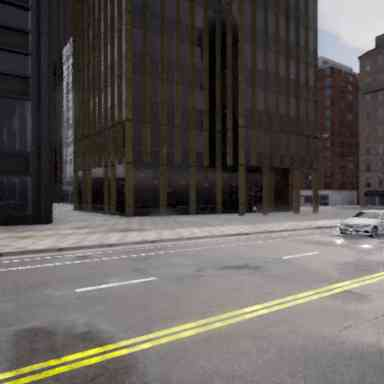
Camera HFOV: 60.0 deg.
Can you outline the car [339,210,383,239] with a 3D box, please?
[{"bbox_3d":[10.339,1.758,19.043,4.674,1.442,1.812,1,-1,-36],"label":"car"}]
